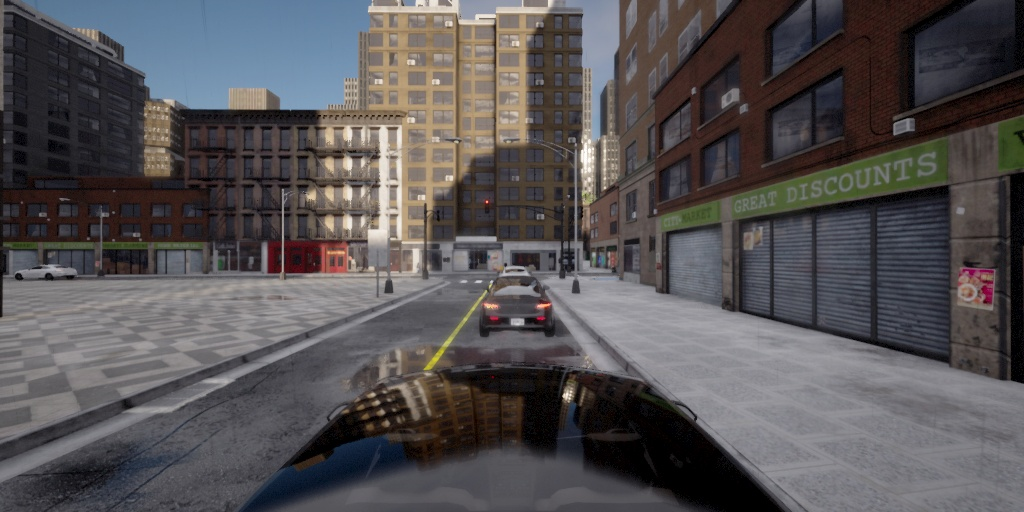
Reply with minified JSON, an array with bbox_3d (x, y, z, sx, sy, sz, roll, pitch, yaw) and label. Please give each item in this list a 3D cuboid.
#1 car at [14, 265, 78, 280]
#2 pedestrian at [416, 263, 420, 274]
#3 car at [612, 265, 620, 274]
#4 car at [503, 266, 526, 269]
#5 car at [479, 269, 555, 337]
[{"bbox_3d":[-45.305,1.576,34.921,4.674,1.442,1.812,0,0,0],"label":"car"},{"bbox_3d":[-10.043,0.967,38.334,0.375,1.860,0.375,0,0,-1],"label":"pedestrian"},{"bbox_3d":[12.056,1.183,35.505,4.181,1.385,1.994,-1,0,-1],"label":"car"},{"bbox_3d":[0.148,1.268,19.915,1.812,1.442,4.674,0,0,-1],"label":"car"},{"bbox_3d":[0.121,1.274,10.135,1.812,1.442,4.674,0,0,0],"label":"car"}]
